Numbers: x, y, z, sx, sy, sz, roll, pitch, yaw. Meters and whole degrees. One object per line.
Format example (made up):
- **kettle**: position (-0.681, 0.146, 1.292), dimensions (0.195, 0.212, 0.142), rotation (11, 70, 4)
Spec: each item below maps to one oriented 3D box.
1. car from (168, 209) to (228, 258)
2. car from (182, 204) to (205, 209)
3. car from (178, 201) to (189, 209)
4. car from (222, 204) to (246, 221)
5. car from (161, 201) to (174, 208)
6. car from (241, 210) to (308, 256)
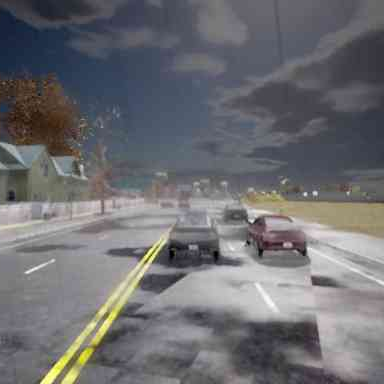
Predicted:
- **car**: position (0.104, 1.648, 13.454), dimensions (2.128, 1.511, 4.902), rotation (0, -1, 1)
- **car**: position (0.426, 1.930, 28.189), dimensions (1.895, 1.301, 4.718), rotation (0, -1, 2)
- **car**: position (-1.395, 2.271, 59.777), dimensions (2.033, 1.411, 5.357), rotation (0, -1, 4)
- **car**: position (3.718, 1.815, 29.088), dimensions (1.882, 1.535, 5.008), rotation (0, 0, 2)
- **car**: position (-4.525, 2.351, 61.500), dimensions (1.895, 1.301, 4.718), rotation (0, -1, 4)
- **car**: position (3.364, 1.683, 13.803), dimensions (1.812, 1.442, 4.674), rotation (0, 0, 1)
